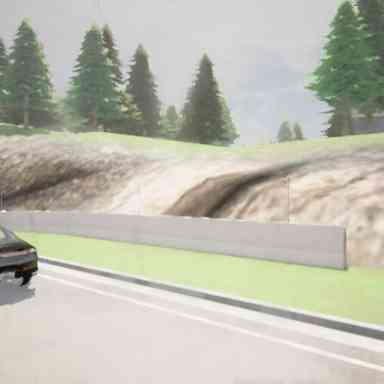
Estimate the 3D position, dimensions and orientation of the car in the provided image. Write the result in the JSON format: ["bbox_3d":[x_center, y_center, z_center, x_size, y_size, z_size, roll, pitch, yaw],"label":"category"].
[{"bbox_3d":[-5.737,1.517,8.196,4.902,1.511,2.128,0,0,36],"label":"car"}]
